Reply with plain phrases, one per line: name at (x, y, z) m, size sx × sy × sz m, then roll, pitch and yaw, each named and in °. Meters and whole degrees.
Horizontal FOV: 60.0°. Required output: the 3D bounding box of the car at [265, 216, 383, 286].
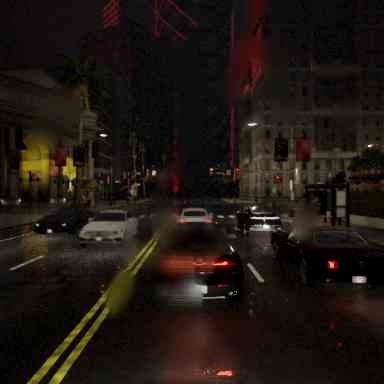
car at (3.616, 1.601, 9.397) m, size 1.895 × 1.301 × 4.718 m, roll 0°, pitch 0°, yaw 0°

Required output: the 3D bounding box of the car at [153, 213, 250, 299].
car at (0.122, 1.505, 8.398) m, size 1.837 × 1.490 × 4.892 m, roll 0°, pitch 0°, yaw 0°

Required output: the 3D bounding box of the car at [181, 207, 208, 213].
car at (0.122, 1.525, 17.498) m, size 1.812 × 1.442 × 4.674 m, roll 0°, pitch 0°, yaw 0°

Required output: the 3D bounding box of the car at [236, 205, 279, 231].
car at (3.627, 1.491, 18.664) m, size 2.128 × 1.511 × 4.902 m, roll 0°, pitch 0°, yaw 0°

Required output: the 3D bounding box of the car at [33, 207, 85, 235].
car at (-7.008, 1.548, 19.086) m, size 2.033 × 1.411 × 5.357 m, roll 0°, pitch 0°, yaw 1°

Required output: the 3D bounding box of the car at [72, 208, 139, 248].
car at (-3.546, 1.525, 15.024) m, size 1.812 × 1.442 × 4.674 m, roll 0°, pitch 0°, yaw 0°
